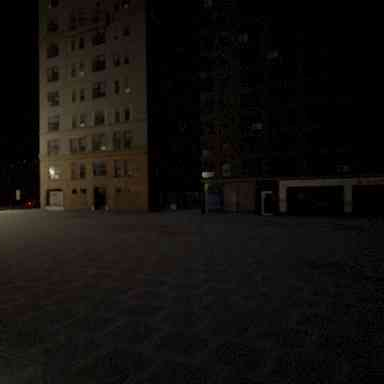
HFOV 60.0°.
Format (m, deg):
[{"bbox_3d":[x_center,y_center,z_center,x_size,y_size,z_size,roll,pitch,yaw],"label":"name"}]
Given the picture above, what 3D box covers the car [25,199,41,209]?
[{"bbox_3d":[-24.031,1.856,52.980,2.097,1.767,4.553,-1,0,26],"label":"car"}]
